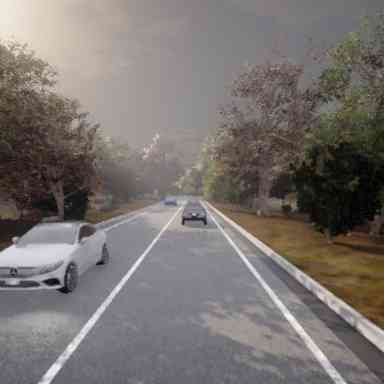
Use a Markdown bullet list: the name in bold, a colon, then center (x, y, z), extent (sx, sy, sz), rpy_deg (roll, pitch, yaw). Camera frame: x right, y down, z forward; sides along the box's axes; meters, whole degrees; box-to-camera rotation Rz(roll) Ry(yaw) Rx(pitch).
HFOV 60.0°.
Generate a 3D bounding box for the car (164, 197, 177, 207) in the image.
- **car**: center (-3.400, 1.515, 53.337), extent (1.882, 1.535, 5.008), rpy_deg (0, 0, 1)

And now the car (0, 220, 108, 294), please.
- **car**: center (-3.577, 1.535, 8.985), extent (1.812, 1.442, 4.674), rpy_deg (0, 0, 0)

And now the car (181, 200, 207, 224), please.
- **car**: center (0.164, 1.583, 25.146), extent (2.033, 1.411, 5.357), rpy_deg (0, 0, 0)
